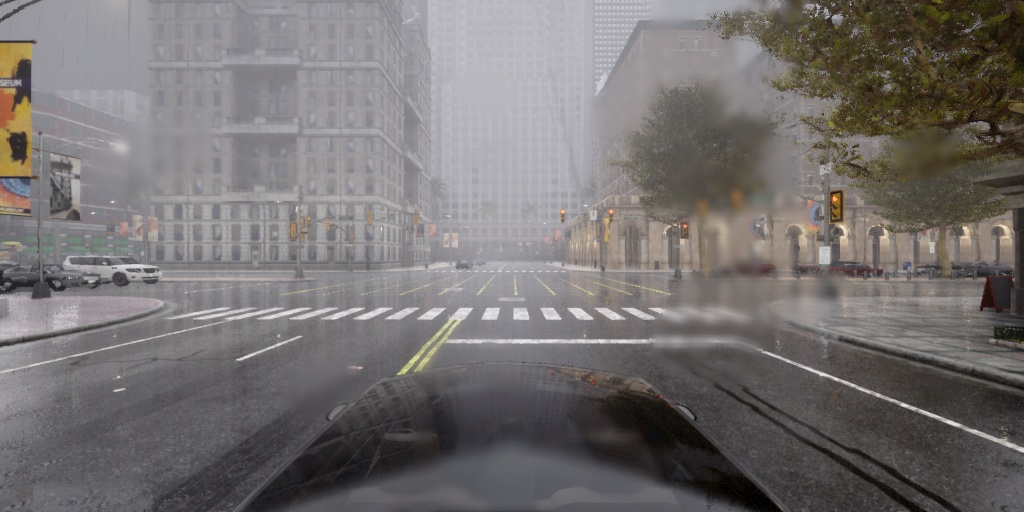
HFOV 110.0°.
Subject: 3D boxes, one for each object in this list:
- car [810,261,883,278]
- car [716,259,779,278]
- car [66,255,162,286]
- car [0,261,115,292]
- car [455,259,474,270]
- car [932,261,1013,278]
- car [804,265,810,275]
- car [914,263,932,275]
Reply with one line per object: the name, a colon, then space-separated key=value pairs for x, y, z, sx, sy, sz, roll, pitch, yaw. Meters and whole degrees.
car: x=30.373 y=1.351 z=32.441 sx=4.718 sy=1.301 sz=1.895 roll=0 pitch=0 yaw=0
car: x=21.385 y=1.102 z=32.485 sx=4.553 sy=1.767 sz=2.097 roll=0 pitch=0 yaw=0
car: x=-27.387 y=0.971 z=24.547 sx=5.566 sy=2.045 sz=2.150 roll=0 pitch=0 yaw=2
car: x=-27.066 y=1.242 z=21.030 sx=4.902 sy=1.511 sz=2.128 roll=0 pitch=0 yaw=0
car: x=-7.134 y=1.228 z=52.893 sx=1.882 sy=1.535 sz=5.008 roll=0 pitch=0 yaw=0
car: x=41.843 y=1.242 z=32.376 sx=4.902 sy=1.511 sz=2.128 roll=0 pitch=0 yaw=0
car: x=32.707 y=1.256 z=35.930 sx=4.892 sy=1.490 sz=1.837 roll=0 pitch=0 yaw=0
car: x=43.268 y=1.241 z=35.866 sx=4.902 sy=1.511 sz=2.128 roll=0 pitch=0 yaw=0
